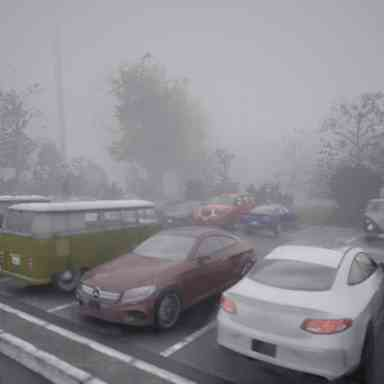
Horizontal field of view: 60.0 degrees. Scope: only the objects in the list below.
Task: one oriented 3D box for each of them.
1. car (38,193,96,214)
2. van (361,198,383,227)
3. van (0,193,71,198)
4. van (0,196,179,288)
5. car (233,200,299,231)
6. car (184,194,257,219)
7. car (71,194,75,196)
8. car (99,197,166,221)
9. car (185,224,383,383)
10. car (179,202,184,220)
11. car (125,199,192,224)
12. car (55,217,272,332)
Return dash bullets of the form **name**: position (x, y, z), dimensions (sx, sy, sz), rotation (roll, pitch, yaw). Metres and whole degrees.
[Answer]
- **car**: position (-11.377, 0.956, 30.511), dimensions (2.185, 1.767, 4.553), rotation (1, 1, 35)
- **van**: position (9.289, 1.268, 15.695), dimensions (1.878, 1.987, 4.442), rotation (0, 0, 35)
- **van**: position (-7.042, 1.126, 12.171), dimensions (1.878, 1.987, 4.442), rotation (1, 1, 35)
- **van**: position (-2.536, 1.228, 8.966), dimensions (1.878, 1.987, 4.442), rotation (1, 1, 35)
- **car**: position (4.645, 1.452, 19.140), dimensions (2.097, 1.535, 5.008), rotation (2, 1, 35)
- **car**: position (2.326, 1.151, 20.763), dimensions (2.435, 2.045, 5.566), rotation (1, 1, 35)
- **car**: position (-9.165, 1.133, 28.969), dimensions (2.097, 1.535, 5.008), rotation (1, 1, 35)
- **car**: position (-4.456, 1.244, 25.632), dimensions (2.231, 1.521, 4.892), rotation (1, 1, 35)
- **car**: position (2.112, 1.534, 5.513), dimensions (2.002, 1.452, 4.674), rotation (0, 0, 35)
- **car**: position (0.021, 1.378, 22.402), dimensions (2.163, 1.488, 4.792), rotation (1, 1, 35)
- **car**: position (-2.279, 1.324, 24.039), dimensions (2.163, 1.488, 4.792), rotation (1, 1, 35)
- **car**: position (-0.194, 1.526, 7.161), dimensions (2.002, 1.452, 4.674), rotation (0, 0, 35)
